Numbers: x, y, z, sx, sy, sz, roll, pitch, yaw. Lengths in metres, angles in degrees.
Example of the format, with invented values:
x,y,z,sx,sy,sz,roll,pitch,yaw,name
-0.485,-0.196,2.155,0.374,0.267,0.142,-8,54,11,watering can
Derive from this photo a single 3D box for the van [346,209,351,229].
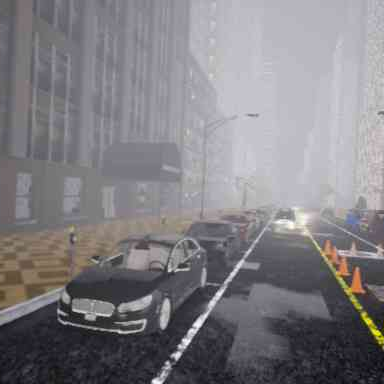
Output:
x,y,z,sx,sy,sz,roll,pitch,yaw,name
13.382,2.210,26.409,1.690,1.788,3.998,2,-1,16,van

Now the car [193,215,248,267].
x,y,z,sx,sy,sz,roll,pitch,yaw,name
0.704,1.713,12.268,1.947,1.339,4.313,2,-1,16,car

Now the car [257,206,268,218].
x,y,z,sx,sy,sz,roll,pitch,yaw,name
5.315,2.097,28.679,1.802,1.307,4.206,2,-1,16,car

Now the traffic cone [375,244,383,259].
x,y,z,sx,sy,sz,roll,pitch,yaw,name
7.767,2.446,13.744,0.340,0.580,0.340,3,-1,16,traffic cone

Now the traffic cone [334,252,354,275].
x,y,z,sx,sy,sz,roll,pitch,yaw,name
4.762,2.275,10.436,0.340,0.580,0.340,3,-1,16,traffic cone

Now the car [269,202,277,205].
x,y,z,sx,sy,sz,roll,pitch,yaw,name
11.465,2.554,50.561,2.008,1.369,4.403,2,-1,16,car

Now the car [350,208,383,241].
x,y,z,sx,sy,sz,roll,pitch,yaw,name
11.846,2.062,20.939,2.192,1.841,5.009,2,-1,16,car

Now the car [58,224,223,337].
x,y,z,sx,sy,sz,roll,pitch,yaw,name
-0.833,1.576,6.797,2.008,1.369,4.403,2,-1,16,car

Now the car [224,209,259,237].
x,y,z,sx,sy,sz,roll,pitch,yaw,name
2.242,1.815,17.738,1.887,1.381,4.507,2,-1,16,car

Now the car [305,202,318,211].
x,y,z,sx,sy,sz,roll,pitch,yaw,name
25.681,3.161,70.173,2.192,1.841,5.009,2,-1,16,car

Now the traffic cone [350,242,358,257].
x,y,z,sx,sy,sz,roll,pitch,yaw,name
6.806,2.404,14.015,0.340,0.580,0.340,3,-1,16,traffic cone

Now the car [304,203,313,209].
x,y,z,sx,sy,sz,roll,pitch,yaw,name
30.288,3.651,86.583,1.967,1.590,4.097,2,-1,16,car

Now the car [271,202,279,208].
x,y,z,sx,sy,sz,roll,pitch,yaw,name
22.224,3.422,88.854,1.947,1.339,4.313,2,-1,16,car

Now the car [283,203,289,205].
x,y,z,sx,sy,sz,roll,pitch,yaw,name
22.323,3.337,79.246,2.033,1.411,5.357,3,-1,16,car

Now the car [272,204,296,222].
x,y,z,sx,sy,sz,roll,pitch,yaw,name
9.891,2.353,35.328,1.994,1.385,4.181,3,-1,16,car

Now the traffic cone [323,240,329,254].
x,y,z,sx,sy,sz,roll,pitch,yaw,name
5.844,2.362,14.286,0.340,0.580,0.340,3,-1,16,traffic cone

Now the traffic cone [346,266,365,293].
x,y,z,sx,sy,sz,roll,pitch,yaw,name
4.221,2.232,8.511,0.340,0.580,0.340,3,-1,16,traffic cone

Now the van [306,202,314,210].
x,y,z,sx,sy,sz,roll,pitch,yaw,name
28.754,3.430,81.114,1.690,1.788,3.998,2,-1,16,van

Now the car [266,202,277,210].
x,y,z,sx,sy,sz,roll,pitch,yaw,name
16.080,2.810,66.973,1.967,1.590,4.097,2,-1,16,car

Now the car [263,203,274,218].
x,y,z,sx,sy,sz,roll,pitch,yaw,name
8.390,2.310,39.620,2.008,1.369,4.403,2,-1,16,car

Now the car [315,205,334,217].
x,y,z,sx,sy,sz,roll,pitch,yaw,name
19.523,2.909,48.288,2.008,1.369,4.403,2,-1,16,car

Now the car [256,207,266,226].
x,y,z,sx,sy,sz,roll,pitch,yaw,name
3.778,1.943,23.209,2.008,1.369,4.403,2,-1,16,car

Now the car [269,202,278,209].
x,y,z,sx,sy,sz,roll,pitch,yaw,name
19.106,3.135,77.750,1.752,1.417,4.829,2,-1,16,car

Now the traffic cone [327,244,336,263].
x,y,z,sx,sy,sz,roll,pitch,yaw,name
5.303,2.318,12.361,0.340,0.580,0.340,3,-1,16,traffic cone
